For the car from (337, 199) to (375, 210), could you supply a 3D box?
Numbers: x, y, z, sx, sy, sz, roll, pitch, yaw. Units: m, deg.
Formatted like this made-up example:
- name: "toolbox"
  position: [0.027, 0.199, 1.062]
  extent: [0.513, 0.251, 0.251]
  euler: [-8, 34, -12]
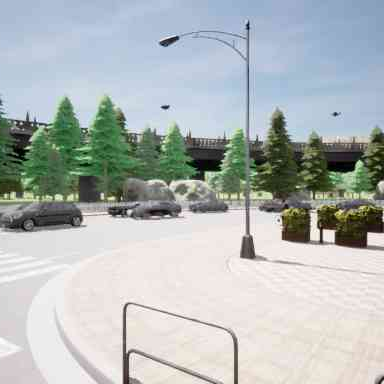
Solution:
- name: "car"
  position: [19.756, 1.509, 40.175]
  extent: [4.181, 1.385, 1.994]
  euler: [0, 0, 0]

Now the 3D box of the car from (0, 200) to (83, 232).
- name: "car"
  position: [-8.967, 1.297, 20.069]
  extent: [2.097, 1.767, 4.553]
  euler: [0, 0, 37]

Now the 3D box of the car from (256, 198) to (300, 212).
- name: "car"
  position: [9.980, 1.470, 38.799]
  extent: [4.674, 1.442, 1.812]
  euler: [0, 0, -15]

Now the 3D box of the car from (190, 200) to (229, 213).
- name: "car"
  position: [1.853, 1.508, 35.367]
  extent: [4.181, 1.385, 1.994]
  euler: [0, 0, -29]

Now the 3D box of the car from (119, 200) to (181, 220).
- name: "car"
  position: [-3.063, 1.435, 27.246]
  extent: [4.902, 1.511, 2.128]
  euler: [0, 0, -43]

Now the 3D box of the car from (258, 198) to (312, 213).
- name: "car"
  position: [10.045, 1.492, 35.373]
  extent: [5.357, 1.411, 2.033]
  euler: [0, 0, -16]

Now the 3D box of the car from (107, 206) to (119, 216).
- name: "car"
  position: [-5.238, 1.545, 30.079]
  extent: [4.718, 1.301, 1.895]
  euler: [0, 0, -44]

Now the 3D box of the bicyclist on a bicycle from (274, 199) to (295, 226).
- name: "bicyclist on a bicycle"
  position: [5.554, 1.245, 19.593]
  extent: [0.582, 1.620, 1.656]
  euler: [0, 0, -44]
